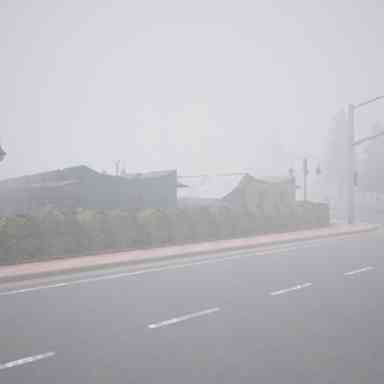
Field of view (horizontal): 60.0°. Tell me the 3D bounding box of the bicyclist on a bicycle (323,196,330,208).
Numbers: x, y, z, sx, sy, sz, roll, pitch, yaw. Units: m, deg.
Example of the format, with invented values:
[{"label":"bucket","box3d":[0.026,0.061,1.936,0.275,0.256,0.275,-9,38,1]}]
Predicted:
[{"label":"bicyclist on a bicycle","box3d":[17.953,1.296,44.314,1.656,1.620,0.582,0,0,-37]}]
